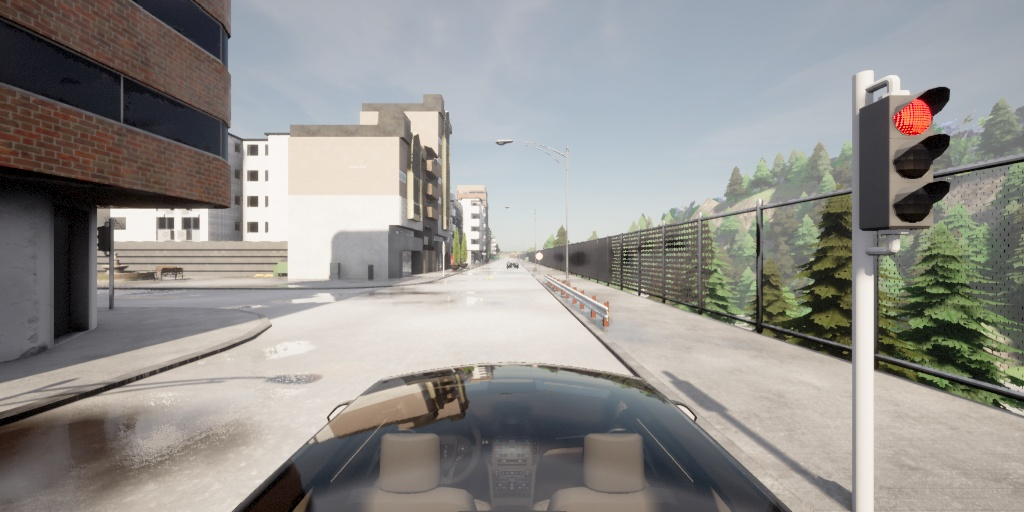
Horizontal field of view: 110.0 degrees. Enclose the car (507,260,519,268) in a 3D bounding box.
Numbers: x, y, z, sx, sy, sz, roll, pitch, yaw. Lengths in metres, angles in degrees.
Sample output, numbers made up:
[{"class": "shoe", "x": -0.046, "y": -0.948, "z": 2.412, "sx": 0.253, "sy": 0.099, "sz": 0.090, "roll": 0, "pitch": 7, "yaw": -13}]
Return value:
[{"class": "car", "x": 0.112, "y": 1.351, "z": 58.423, "sx": 1.895, "sy": 1.301, "sz": 4.718, "roll": 0, "pitch": 0, "yaw": 0}]
